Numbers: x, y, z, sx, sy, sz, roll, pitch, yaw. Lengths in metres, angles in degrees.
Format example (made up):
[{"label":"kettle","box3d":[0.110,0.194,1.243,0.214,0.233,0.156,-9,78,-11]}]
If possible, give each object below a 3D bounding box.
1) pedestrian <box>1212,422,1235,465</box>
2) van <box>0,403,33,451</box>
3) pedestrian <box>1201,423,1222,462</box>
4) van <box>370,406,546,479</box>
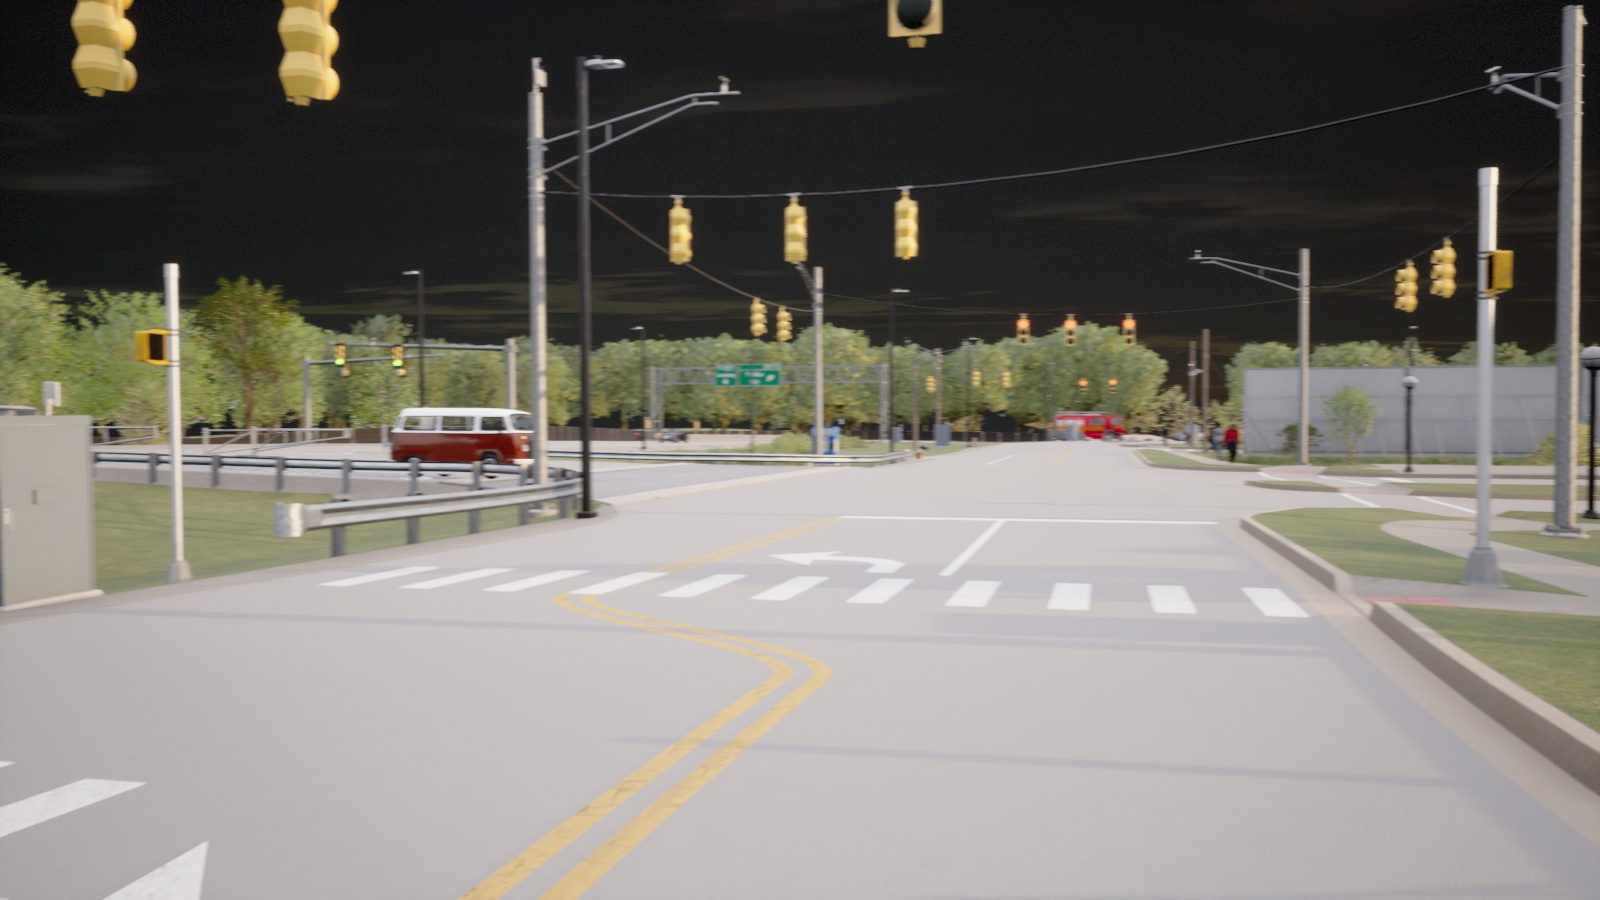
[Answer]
[{"label":"pedestrian","box3d":[18.168,-0.286,53.904,0.634,1.844,0.899,0,2,-5]},{"label":"van","box3d":[-35.466,-0.999,53.751,4.442,1.987,1.775,1,0,12]},{"label":"pedestrian","box3d":[19.692,-0.365,60.153,0.874,1.855,0.900,0,2,13]},{"label":"van","box3d":[-9.864,-0.230,36.279,4.480,2.038,2.069,0,1,16]}]
